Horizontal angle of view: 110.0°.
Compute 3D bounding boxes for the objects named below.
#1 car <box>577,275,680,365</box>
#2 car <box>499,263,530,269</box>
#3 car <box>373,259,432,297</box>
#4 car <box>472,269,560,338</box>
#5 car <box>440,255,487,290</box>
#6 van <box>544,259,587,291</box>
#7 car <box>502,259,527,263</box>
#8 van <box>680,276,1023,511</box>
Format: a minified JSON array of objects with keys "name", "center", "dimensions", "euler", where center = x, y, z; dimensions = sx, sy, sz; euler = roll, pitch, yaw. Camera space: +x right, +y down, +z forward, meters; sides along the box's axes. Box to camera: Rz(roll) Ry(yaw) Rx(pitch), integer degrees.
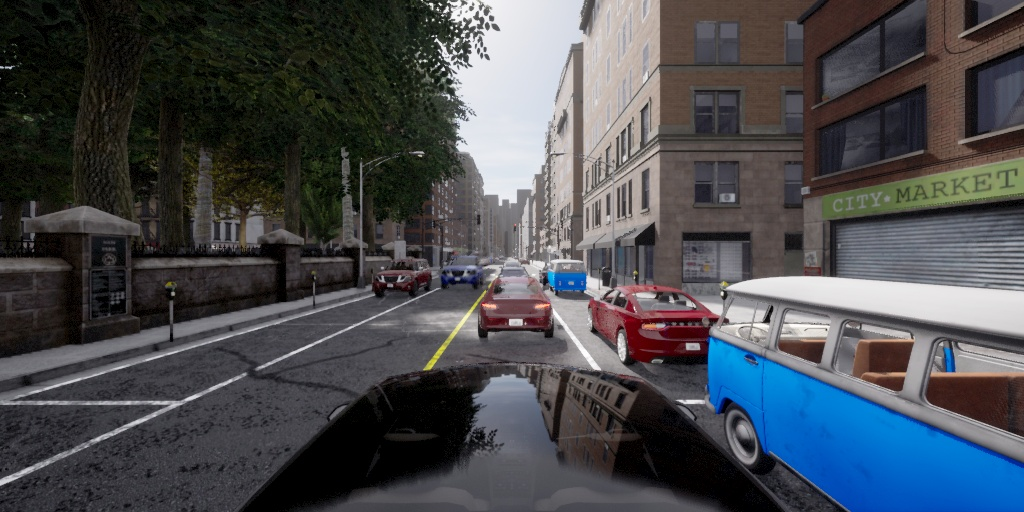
[{"name":"car","center":[2.860,1.294,7.891],"dimensions":[1.888,1.381,4.507],"euler":[0,0,0]},{"name":"car","center":[0.107,1.292,19.672],"dimensions":[2.033,1.411,5.357],"euler":[0,0,1]},{"name":"car","center":[-5.658,1.059,19.177],"dimensions":[2.192,1.841,5.009],"euler":[0,0,0]},{"name":"car","center":[0.100,1.274,10.093],"dimensions":[1.812,1.442,4.674],"euler":[0,0,0]},{"name":"car","center":[-3.049,0.966,23.015],"dimensions":[2.150,2.045,5.566],"euler":[0,0,0]},{"name":"van","center":[2.867,1.086,19.212],"dimensions":[1.690,1.789,3.998],"euler":[0,0,0]},{"name":"car","center":[0.020,1.242,29.417],"dimensions":[1.837,1.490,4.892],"euler":[0,0,0]},{"name":"van","center":[2.857,1.091,2.230],"dimensions":[1.690,1.789,3.998],"euler":[0,0,0]}]
